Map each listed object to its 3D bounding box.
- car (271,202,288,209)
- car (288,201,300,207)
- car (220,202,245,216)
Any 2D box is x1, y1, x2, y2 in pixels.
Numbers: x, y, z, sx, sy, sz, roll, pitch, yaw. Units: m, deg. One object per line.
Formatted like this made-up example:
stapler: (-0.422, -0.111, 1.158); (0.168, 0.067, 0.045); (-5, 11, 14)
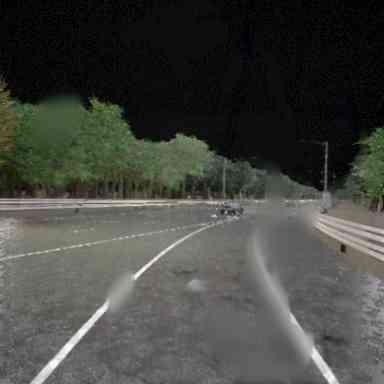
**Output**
car: (16.794, 2.686, 64.893); (1.895, 1.301, 4.718); (2, -1, 24)
car: (24.930, 3.035, 82.958); (1.837, 1.490, 4.892); (2, -1, 24)
car: (4.622, 1.931, 37.856); (1.837, 1.490, 4.892); (2, -1, 24)
